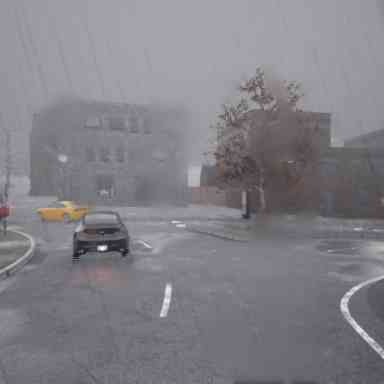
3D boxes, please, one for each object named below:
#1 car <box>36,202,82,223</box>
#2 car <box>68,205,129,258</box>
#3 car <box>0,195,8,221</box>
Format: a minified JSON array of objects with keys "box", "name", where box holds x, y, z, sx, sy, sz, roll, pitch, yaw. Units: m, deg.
[{"box":[-9.689,1.465,25.092,5.008,1.535,1.882,0,-1,32],"name":"car"},{"box":[-3.551,1.482,12.802,1.837,1.490,4.892,0,1,-17],"name":"car"},{"box":[-16.259,1.225,24.304,5.566,2.045,2.150,0,-1,14],"name":"car"}]
